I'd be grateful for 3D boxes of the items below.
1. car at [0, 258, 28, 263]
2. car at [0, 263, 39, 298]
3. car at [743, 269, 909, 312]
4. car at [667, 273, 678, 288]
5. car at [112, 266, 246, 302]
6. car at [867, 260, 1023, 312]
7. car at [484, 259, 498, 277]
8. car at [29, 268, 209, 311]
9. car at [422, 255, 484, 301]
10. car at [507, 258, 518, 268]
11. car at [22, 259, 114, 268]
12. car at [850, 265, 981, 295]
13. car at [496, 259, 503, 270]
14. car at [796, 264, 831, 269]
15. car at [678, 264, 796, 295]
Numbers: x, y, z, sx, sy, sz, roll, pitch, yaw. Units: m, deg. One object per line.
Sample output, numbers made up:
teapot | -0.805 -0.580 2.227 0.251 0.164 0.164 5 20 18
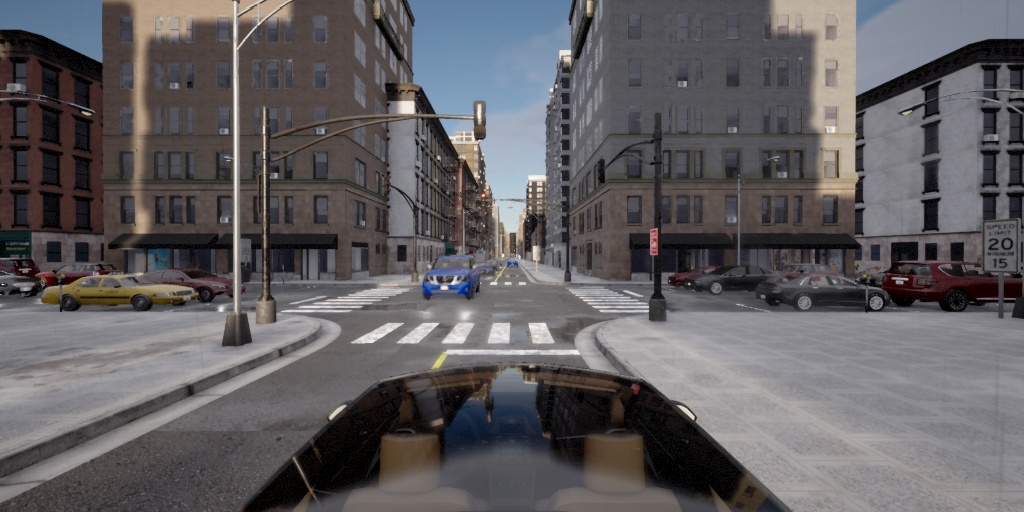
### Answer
car | -32.025 1.041 21.850 5.009 1.841 2.192 0 0 0
car | -24.592 1.246 16.337 4.902 1.511 2.128 0 0 0
car | 11.785 1.325 13.709 4.403 1.370 2.007 0 0 0
car | 11.806 1.281 21.734 4.507 1.381 1.888 0 0 0
car | -14.784 1.282 16.294 4.674 1.442 1.812 0 0 0
car | 17.194 1.091 13.695 5.009 1.841 2.192 0 0 0
car | -2.787 1.320 35.717 1.994 1.385 4.181 0 0 0
car | -14.891 1.294 13.780 4.829 1.417 1.751 0 0 0
car | -2.820 0.970 17.770 2.150 2.045 5.566 0 0 0
car | 0.111 1.247 63.210 1.882 1.535 5.008 0 0 0
car | -26.363 1.167 21.835 4.097 1.591 1.967 0 0 0
car | 21.391 1.255 19.169 4.892 1.490 1.837 0 0 0
car | -2.736 1.261 48.089 1.837 1.490 4.892 0 1 3
car | 17.215 1.177 21.720 4.097 1.591 1.967 0 0 0
car | 11.909 1.253 19.190 4.892 1.490 1.837 0 0 0
